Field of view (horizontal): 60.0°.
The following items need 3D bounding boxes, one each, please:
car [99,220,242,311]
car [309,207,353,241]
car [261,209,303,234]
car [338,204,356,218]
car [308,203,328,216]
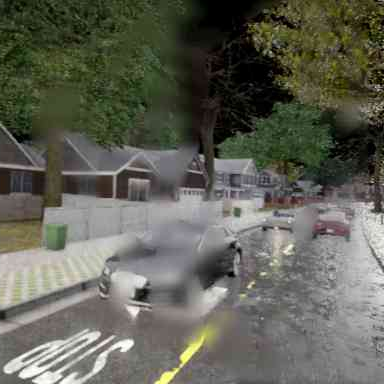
[{"bbox_3d":[-0.158,1.483,7.983,2.128,1.511,4.902,2,0,24],"label":"car"},{"bbox_3d":[7.875,1.802,18.668,1.812,1.442,4.674,2,0,25],"label":"car"},{"bbox_3d":[5.837,1.804,21.263,1.895,1.301,4.718,2,0,25],"label":"car"},{"bbox_3d":[17.281,2.097,37.483,2.128,1.511,4.902,2,0,28],"label":"car"},{"bbox_3d":[14.936,2.007,39.228,1.882,1.535,5.008,2,0,28],"label":"car"}]
